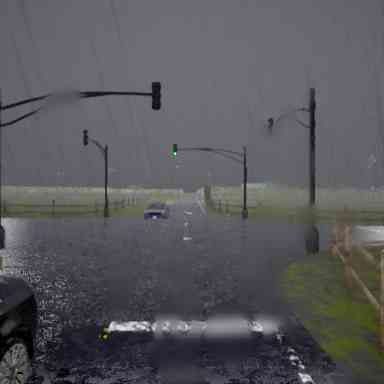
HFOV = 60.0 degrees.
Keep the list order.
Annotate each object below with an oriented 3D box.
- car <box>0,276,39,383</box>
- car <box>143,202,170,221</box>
[{"bbox_3d":[-2.750,1.490,2.043,2.128,1.511,4.902,0,0,0],"label":"car"},{"bbox_3d":[-2.794,1.527,27.578,2.033,1.411,5.357,1,0,0],"label":"car"}]
